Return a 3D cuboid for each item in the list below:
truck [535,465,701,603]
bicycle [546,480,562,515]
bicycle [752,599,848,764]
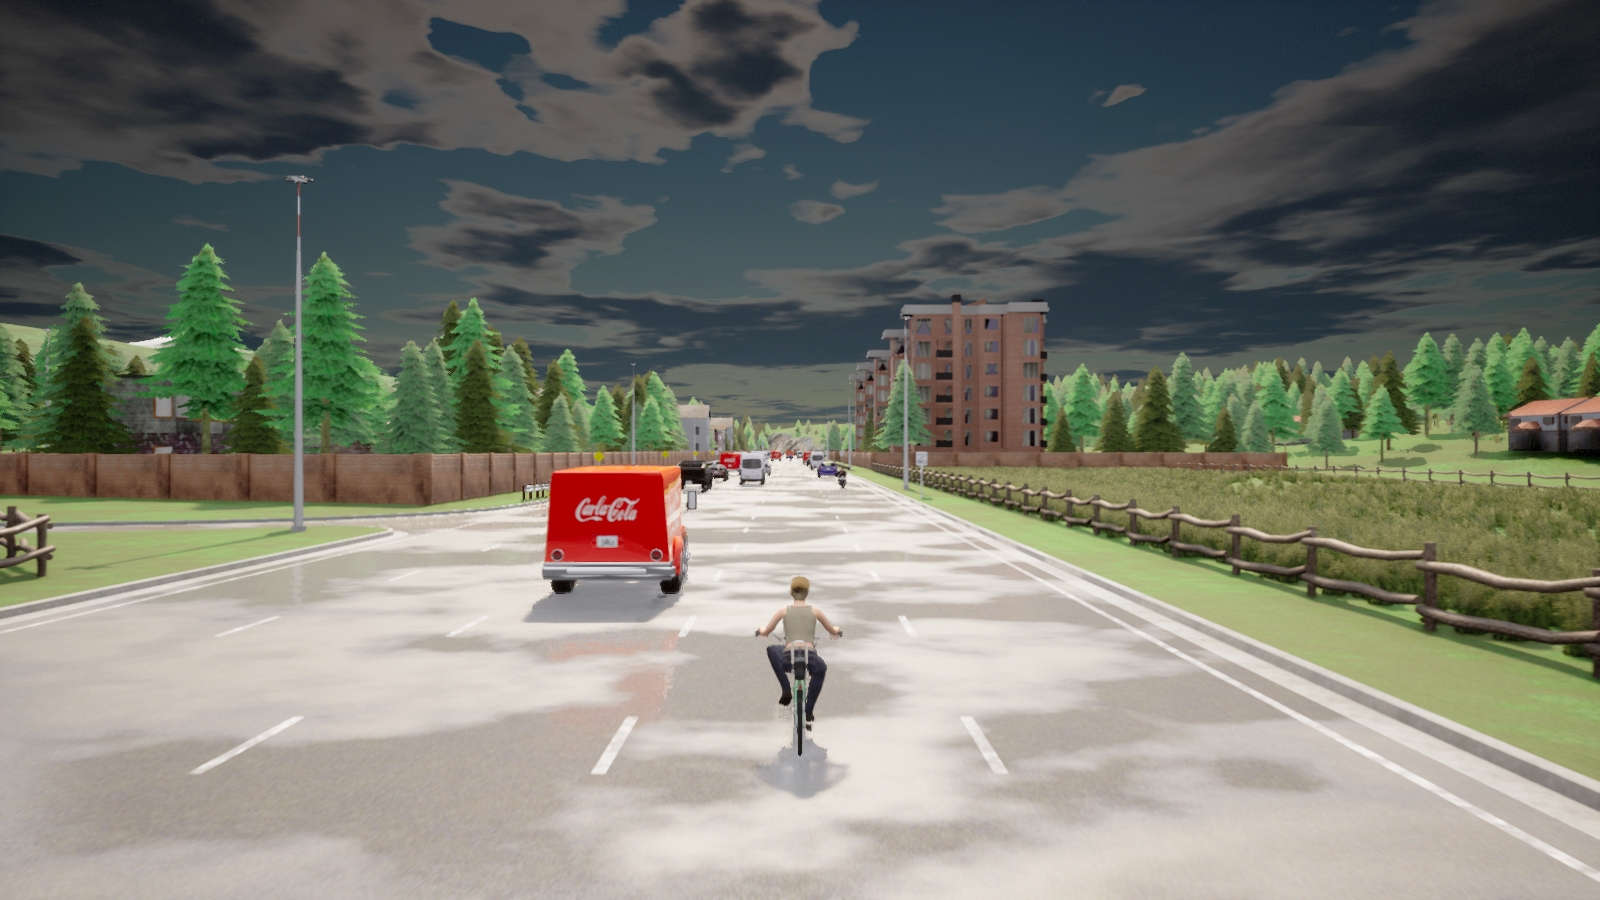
[{"bbox_3d":[-3.567,1.574,23.604,2.627,2.467,5.204,0,0,0],"label":"truck"},{"bbox_3d":[-10.761,2.064,49.999,0.373,1.496,1.643,0,0,-1],"label":"bicycle"},{"bbox_3d":[-0.005,2.160,10.932,0.859,1.276,1.487,0,0,0],"label":"bicycle"}]
